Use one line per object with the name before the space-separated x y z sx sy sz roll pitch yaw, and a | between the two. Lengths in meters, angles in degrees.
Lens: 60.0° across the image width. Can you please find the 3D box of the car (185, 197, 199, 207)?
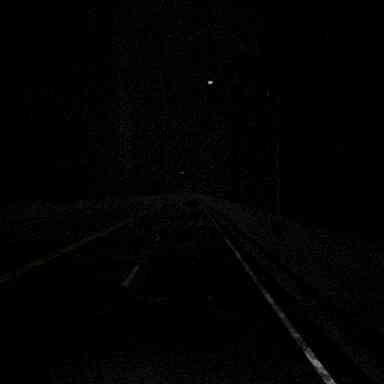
car | 0.009 1.410 49.134 1.882 1.535 5.008 0 0 0

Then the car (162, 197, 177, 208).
car | -3.252 1.482 47.964 2.033 1.411 5.357 0 0 0
